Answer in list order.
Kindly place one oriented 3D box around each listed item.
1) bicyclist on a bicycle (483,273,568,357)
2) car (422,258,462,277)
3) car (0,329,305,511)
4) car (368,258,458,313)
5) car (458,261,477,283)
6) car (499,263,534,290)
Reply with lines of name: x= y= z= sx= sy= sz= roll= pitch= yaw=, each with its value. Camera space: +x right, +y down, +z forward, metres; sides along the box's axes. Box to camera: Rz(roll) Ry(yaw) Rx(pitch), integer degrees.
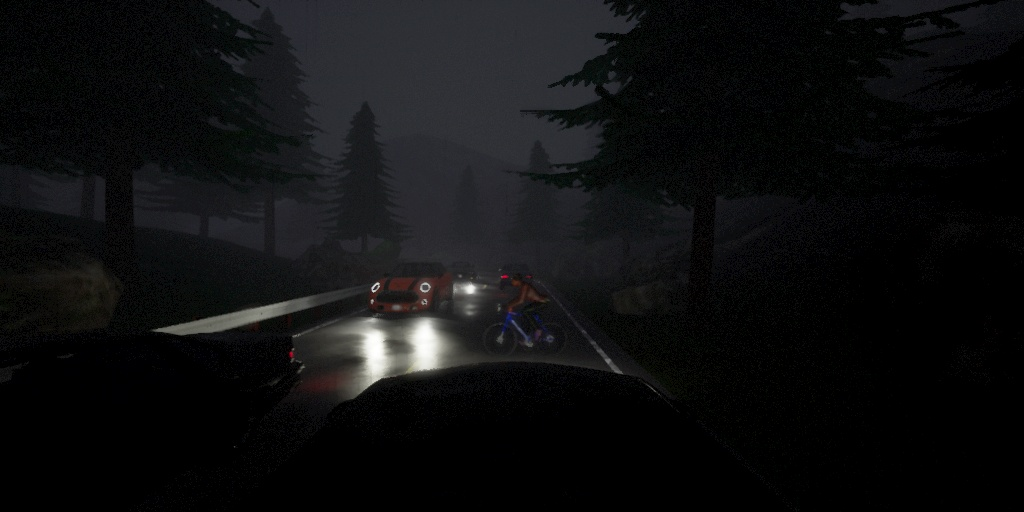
bicyclist on a bicycle: x=0.251 y=1.144 z=6.890 sx=1.656 sy=1.620 sz=0.582 roll=-1 pitch=1 yaw=0
car: x=-6.217 y=0.947 z=31.300 sx=1.812 sy=1.442 sz=4.674 roll=0 pitch=1 yaw=-33
car: x=-3.600 y=1.293 z=2.165 sx=2.033 sy=1.411 sz=5.357 roll=0 pitch=1 yaw=2
car: x=-3.511 y=0.975 z=13.222 sx=2.097 sy=1.767 sz=4.553 roll=0 pitch=1 yaw=1
car: x=-3.478 y=1.062 z=24.389 sx=1.994 sy=1.385 sz=4.181 roll=0 pitch=1 yaw=-7
car: x=0.223 y=1.087 z=20.590 sx=2.033 sy=1.411 sz=5.357 roll=0 pitch=1 yaw=-1
